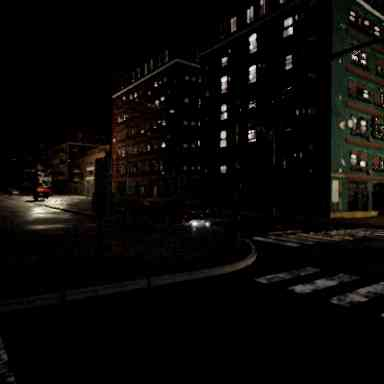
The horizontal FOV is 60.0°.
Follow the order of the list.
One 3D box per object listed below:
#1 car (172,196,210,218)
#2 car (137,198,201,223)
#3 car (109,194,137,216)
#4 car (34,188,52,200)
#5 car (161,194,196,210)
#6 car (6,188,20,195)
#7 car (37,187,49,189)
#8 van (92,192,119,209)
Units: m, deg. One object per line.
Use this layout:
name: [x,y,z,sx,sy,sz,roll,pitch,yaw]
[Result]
car: [-0.847,1.282,26.415,2.033,1.411,5.357,1,0,-36]
car: [-1.701,1.273,22.905,1.887,1.381,4.507,3,0,-36]
car: [-4.974,1.166,27.548,1.887,1.381,4.507,3,0,-36]
car: [-25.006,0.556,55.163,1.802,1.307,4.206,3,0,-36]
car: [-1.564,1.102,37.123,1.967,1.590,4.097,3,0,-36]
car: [-41.692,-0.122,78.175,1.967,1.590,4.097,3,0,-36]
car: [-29.251,0.041,65.586,2.150,2.045,5.566,1,0,-36]
van: [-8.304,0.854,32.153,1.690,1.788,3.998,3,0,-36]
